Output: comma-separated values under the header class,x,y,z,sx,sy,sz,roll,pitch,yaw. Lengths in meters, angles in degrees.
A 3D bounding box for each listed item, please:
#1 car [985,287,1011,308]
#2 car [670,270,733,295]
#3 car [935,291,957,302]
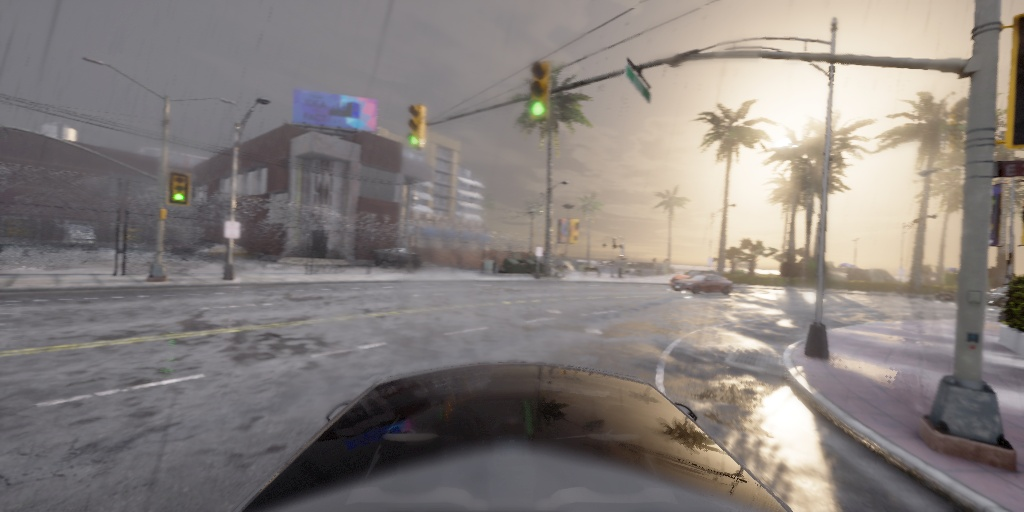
class,x,y,z,sx,sy,sz,roll,pitch,yaw
car,38.999,3.215,28.018,4.553,1.767,2.097,3,0,9
car,13.862,2.023,26.020,4.674,1.442,1.812,3,0,-20
car,40.846,3.512,31.304,5.357,1.411,2.033,3,0,10
